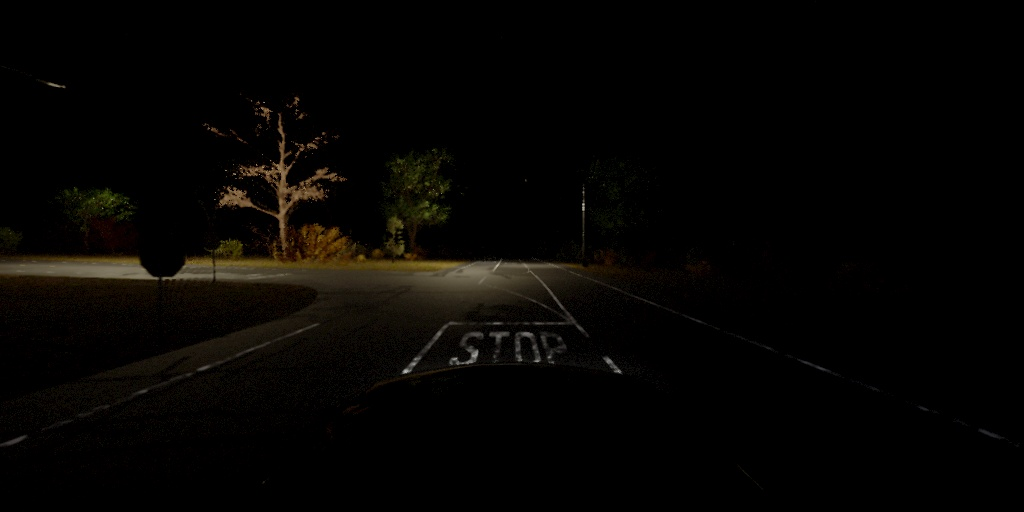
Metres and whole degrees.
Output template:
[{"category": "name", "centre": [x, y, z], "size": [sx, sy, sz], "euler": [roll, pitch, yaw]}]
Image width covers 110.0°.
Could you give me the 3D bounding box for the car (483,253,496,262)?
[{"category": "car", "centre": [-3.706, 0.187, 59.738], "size": [1.837, 1.490, 4.892], "euler": [0, 1, -1]}]
